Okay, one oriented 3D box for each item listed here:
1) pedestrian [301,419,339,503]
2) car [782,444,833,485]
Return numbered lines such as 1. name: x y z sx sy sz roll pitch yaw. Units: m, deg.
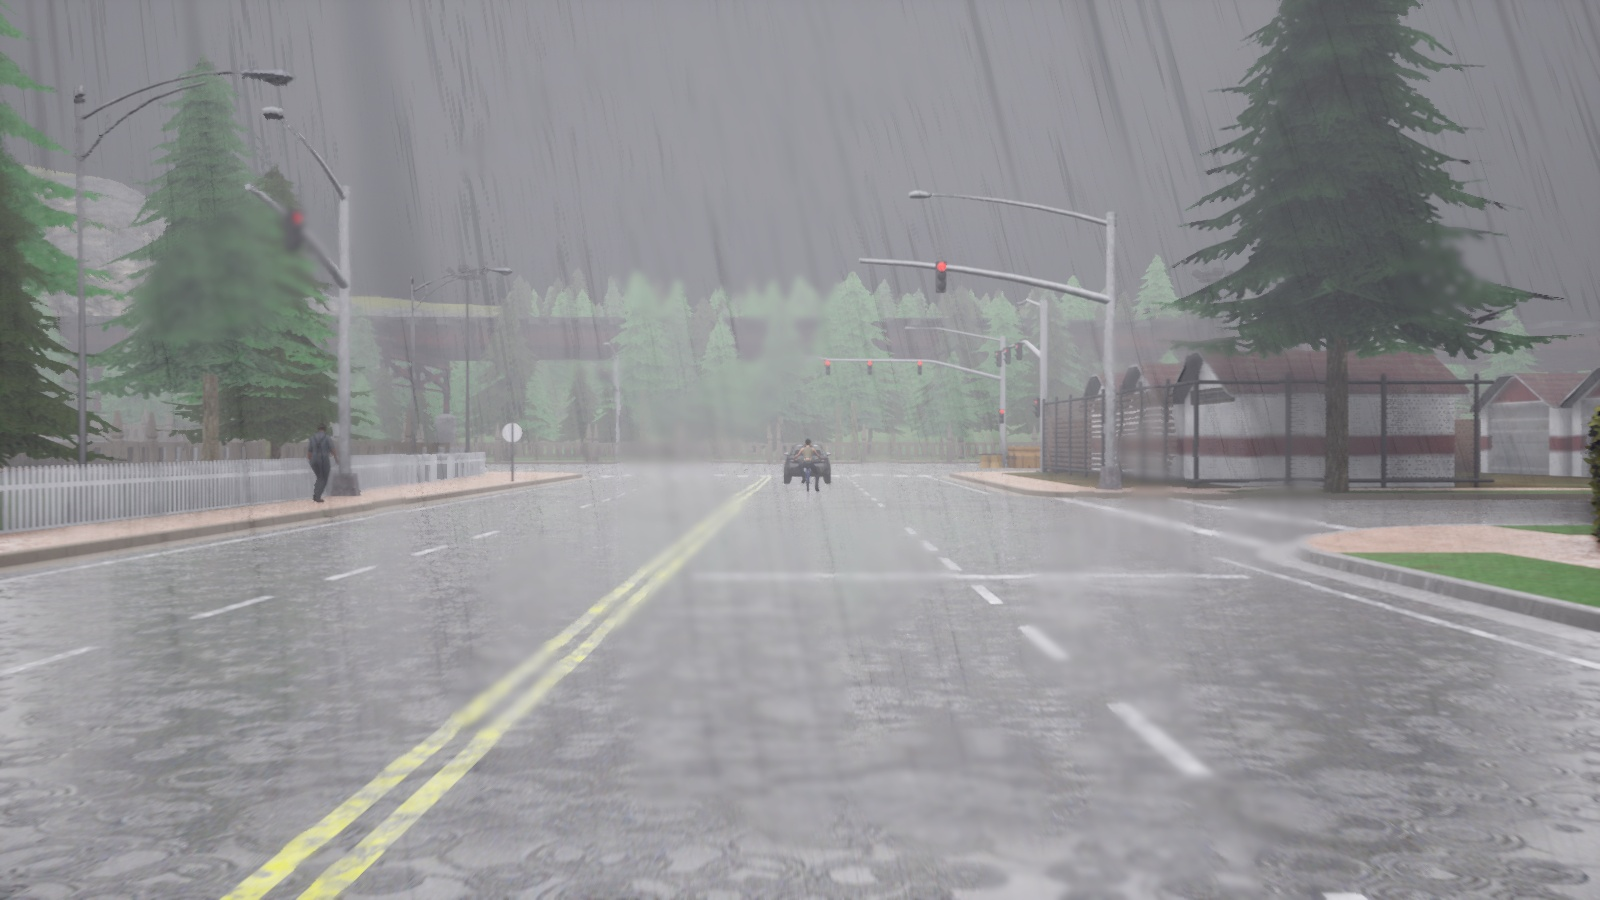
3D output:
1. pedestrian: -10.663 0.239 27.895 0.540 1.848 0.694 0 0 4
2. car: 0.282 0.495 47.056 1.816 1.474 4.193 0 0 0
